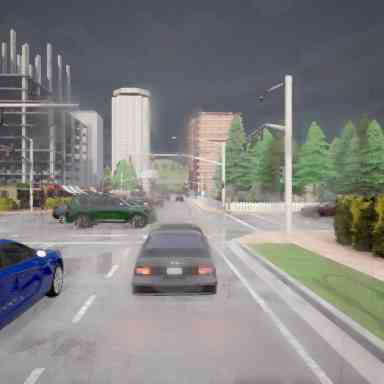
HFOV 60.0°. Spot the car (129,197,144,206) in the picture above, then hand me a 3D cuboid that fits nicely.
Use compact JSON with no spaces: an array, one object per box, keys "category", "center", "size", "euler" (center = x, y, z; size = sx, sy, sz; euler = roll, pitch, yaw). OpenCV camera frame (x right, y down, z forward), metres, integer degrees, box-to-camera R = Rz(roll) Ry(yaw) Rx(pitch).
[{"category":"car","center":[-9.175,1.564,55.191],"size":[1.994,1.385,4.181],"euler":[0,0,-2]}]

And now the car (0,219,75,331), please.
[{"category":"car","center":[-3.723,1.478,5.526],"size":[1.882,1.535,5.008],"euler":[0,0,-3]}]

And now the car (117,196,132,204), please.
[{"category":"car","center":[-12.963,1.547,64.406],"size":[2.033,1.411,5.357],"euler":[0,0,-1]}]

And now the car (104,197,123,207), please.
[{"category":"car","center":[-12.635,1.547,53.858],"size":[2.033,1.411,5.357],"euler":[0,0,-2]}]

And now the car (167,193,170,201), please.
[{"category":"car","center":[-6.624,1.225,83.613],"size":[2.150,2.045,5.566],"euler":[0,0,-2]}]

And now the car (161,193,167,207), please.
[{"category":"car","center":[-5.301,1.352,50.073],"size":[2.097,1.767,4.553],"euler":[0,0,-2]}]

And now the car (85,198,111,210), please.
[{"category":"car","center":[-12.278,1.547,43.820],"size":[2.033,1.411,5.357],"euler":[0,0,-2]}]

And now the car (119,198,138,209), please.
[{"category":"car","center":[-8.881,1.564,46.829],"size":[1.994,1.385,4.181],"euler":[0,0,-2]}]

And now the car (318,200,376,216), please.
[{"category":"car","center":[14.714,1.526,31.691],"size":[4.674,1.442,1.812],"euler":[0,0,-1]}]

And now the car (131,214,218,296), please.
[{"category":"car","center":[-0.409,1.547,8.820],"size":[2.033,1.411,5.357],"euler":[0,0,-2]}]

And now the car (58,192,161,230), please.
[{"category":"car","center":[-4.992,1.221,20.789],"size":[5.566,2.045,2.150],"euler":[0,0,-1]}]

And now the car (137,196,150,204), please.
[{"category":"car","center":[-9.486,1.564,65.144],"size":[1.994,1.385,4.181],"euler":[0,0,-1]}]

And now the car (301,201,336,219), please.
[{"category":"car","center":[11.779,1.478,28.178],"size":[5.008,1.535,1.882],"euler":[0,0,-1]}]

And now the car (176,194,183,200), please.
[{"category":"car","center":[-3.167,1.326,84.873],"size":[1.837,1.490,4.892],"euler":[0,0,-2]}]

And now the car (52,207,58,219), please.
[{"category":"car","center":[-7.615,1.491,24.259],"size":[4.902,1.511,2.128],"euler":[0,0,-1]}]

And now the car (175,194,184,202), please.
[{"category":"car","center":[-2.831,1.493,75.659],"size":[1.837,1.490,4.892],"euler":[0,0,-2]}]
